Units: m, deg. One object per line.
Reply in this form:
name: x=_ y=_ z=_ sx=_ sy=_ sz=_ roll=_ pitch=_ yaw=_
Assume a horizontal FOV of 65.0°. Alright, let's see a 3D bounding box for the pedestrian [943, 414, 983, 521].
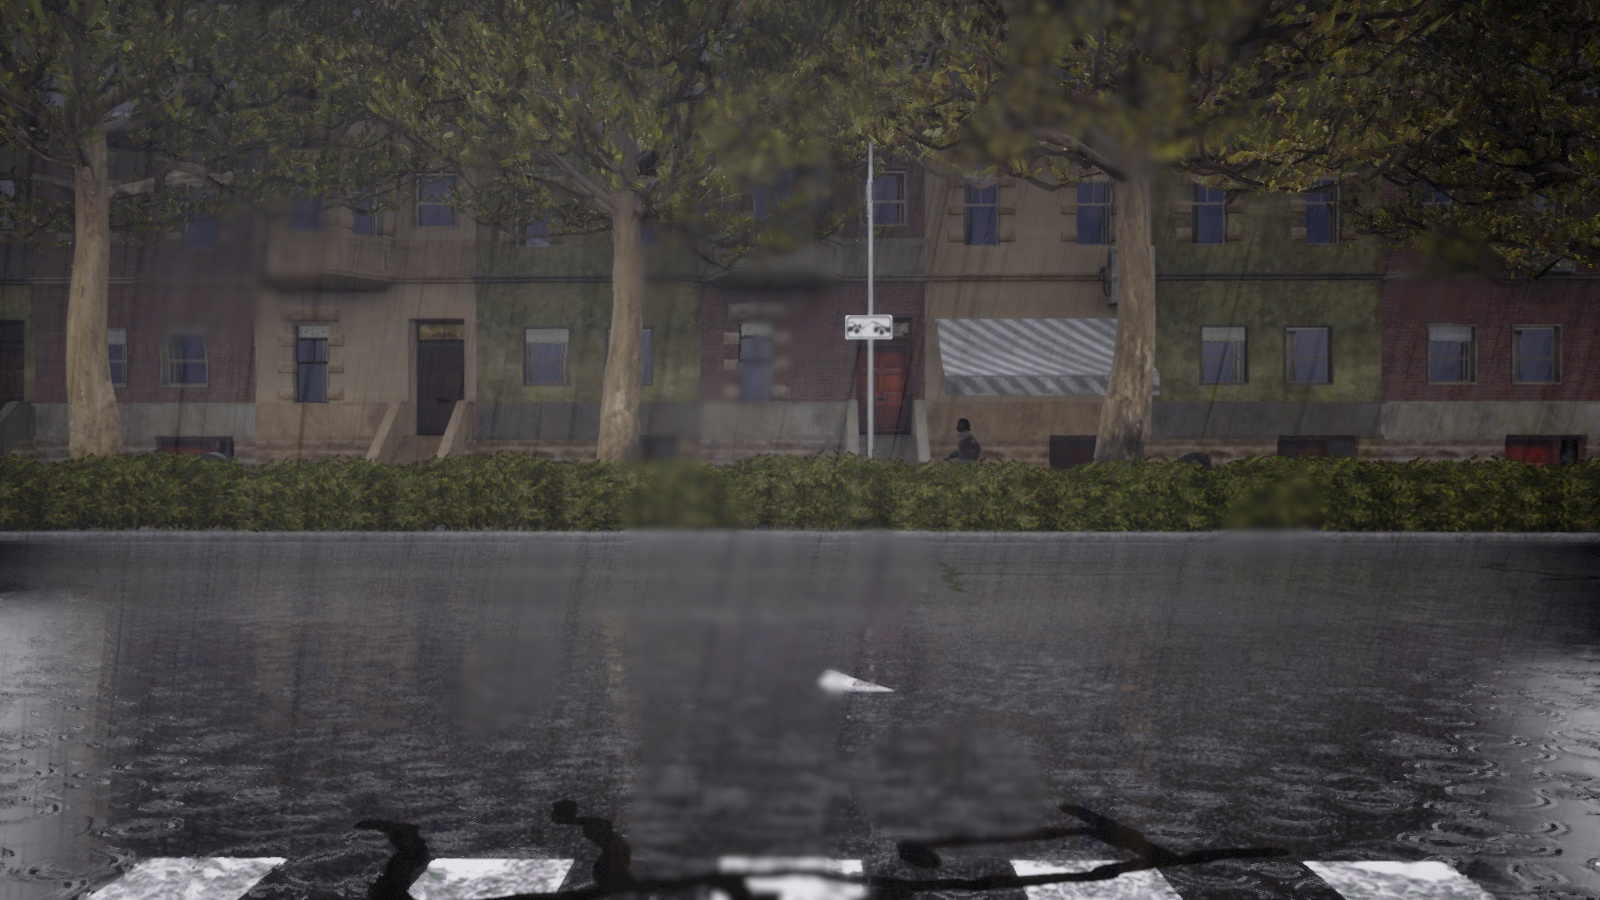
pedestrian: x=2.950 y=0.316 z=22.772 sx=0.666 sy=1.930 sz=0.402 roll=0 pitch=0 yaw=1
